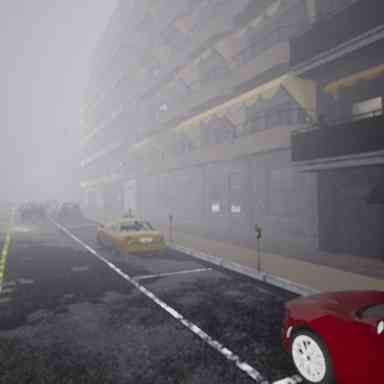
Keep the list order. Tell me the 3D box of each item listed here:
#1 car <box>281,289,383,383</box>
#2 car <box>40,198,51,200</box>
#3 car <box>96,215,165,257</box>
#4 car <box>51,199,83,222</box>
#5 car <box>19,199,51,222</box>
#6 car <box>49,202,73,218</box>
[{"bbox_3d":[2.753,1.551,2.955,1.887,1.381,4.507,1,-1,-28],"label":"car"},{"bbox_3d":[-18.371,1.630,43.103,1.967,1.590,4.097,1,-1,-28],"label":"car"},{"bbox_3d":[-2.607,1.582,13.143,1.752,1.417,4.829,1,-1,-28],"label":"car"},{"bbox_3d":[-10.450,1.565,28.049,1.967,1.590,4.097,1,-1,-28],"label":"car"},{"bbox_3d":[-13.261,1.621,27.783,2.128,1.511,4.902,0,0,-28],"label":"car"},{"bbox_3d":[-13.091,1.729,33.068,1.802,1.307,4.206,1,-1,-28],"label":"car"}]
